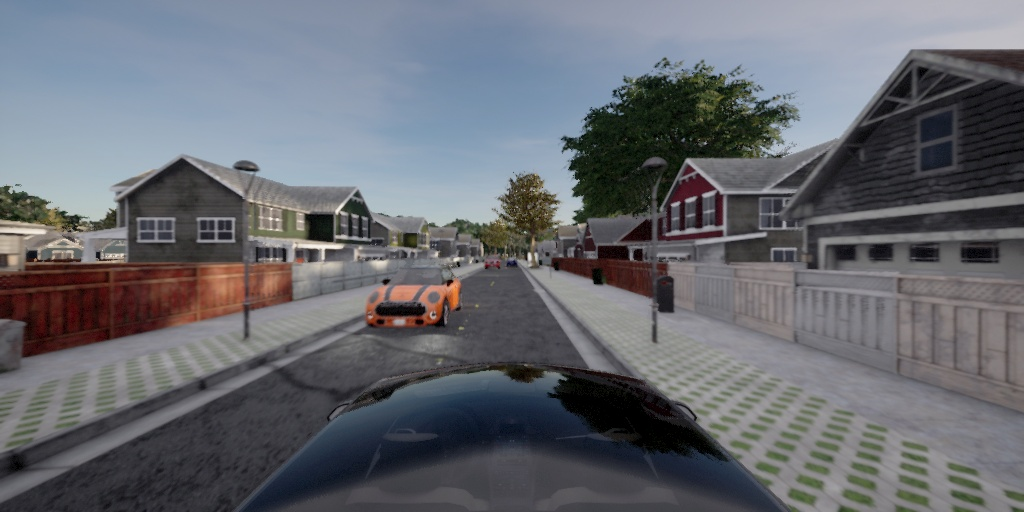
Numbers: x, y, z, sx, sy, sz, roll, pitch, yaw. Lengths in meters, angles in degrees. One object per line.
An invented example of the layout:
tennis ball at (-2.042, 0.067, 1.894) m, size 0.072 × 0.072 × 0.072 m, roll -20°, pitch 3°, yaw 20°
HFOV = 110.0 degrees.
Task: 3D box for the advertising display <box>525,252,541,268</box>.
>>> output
advertising display at (3.012, 0.684, 51.630) m, size 1.540 × 2.440 × 0.280 m, roll 0°, pitch 0°, yaw 0°

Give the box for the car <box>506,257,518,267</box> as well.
car at (0.015, 1.128, 62.613) m, size 1.882 × 1.535 × 5.008 m, roll 0°, pitch 0°, yaw 1°

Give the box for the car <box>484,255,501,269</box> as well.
car at (-2.817, 0.879, 52.835) m, size 2.150 × 2.045 × 5.566 m, roll 0°, pitch 0°, yaw 0°

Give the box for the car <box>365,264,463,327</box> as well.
car at (-2.851, 1.079, 11.343) m, size 2.097 × 1.767 × 4.553 m, roll 0°, pitch 0°, yaw 0°
